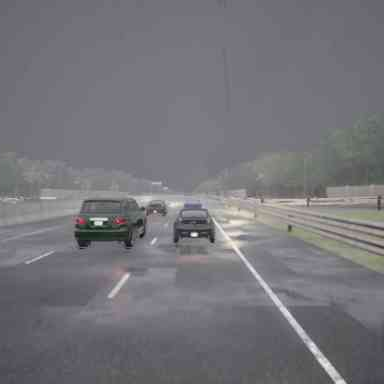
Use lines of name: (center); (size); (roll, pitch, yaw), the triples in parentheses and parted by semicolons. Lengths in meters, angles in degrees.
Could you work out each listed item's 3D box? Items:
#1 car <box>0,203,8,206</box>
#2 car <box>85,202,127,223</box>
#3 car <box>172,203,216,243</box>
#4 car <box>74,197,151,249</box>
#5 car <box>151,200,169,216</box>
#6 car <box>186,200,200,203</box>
car: (-17.597, 1.642, 29.468); (1.895, 1.301, 4.718); (0, 0, 0)
car: (-6.899, 1.584, 27.299); (2.033, 1.411, 5.357); (0, 0, 0)
car: (0.100, 1.522, 16.276); (1.837, 1.490, 4.892); (0, 0, 0)
car: (-3.388, 1.237, 14.829); (2.150, 2.045, 5.566); (0, 0, 0)
car: (-3.399, 1.554, 33.038); (1.837, 1.490, 4.892); (0, 0, 0)
car: (0.101, 1.530, 34.600); (1.882, 1.535, 5.008); (0, 0, 0)
